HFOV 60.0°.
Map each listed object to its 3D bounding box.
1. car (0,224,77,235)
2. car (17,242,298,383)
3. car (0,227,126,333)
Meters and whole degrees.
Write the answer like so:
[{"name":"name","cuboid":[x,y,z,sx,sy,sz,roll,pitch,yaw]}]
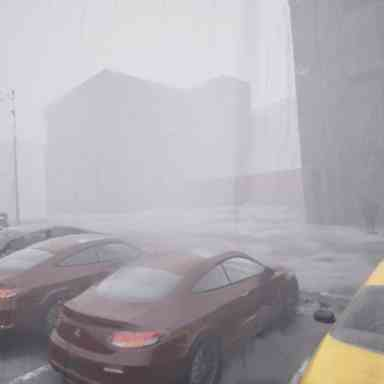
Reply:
[{"name":"car","cuboid":[-4.300,1.605,8.357,2.163,1.488,4.792,-1,0,36]},{"name":"car","cuboid":[0.155,1.553,5.207,2.002,1.452,4.674,-1,0,36]},{"name":"car","cuboid":[-2.015,1.583,6.757,2.002,1.452,4.674,-1,0,36]}]
